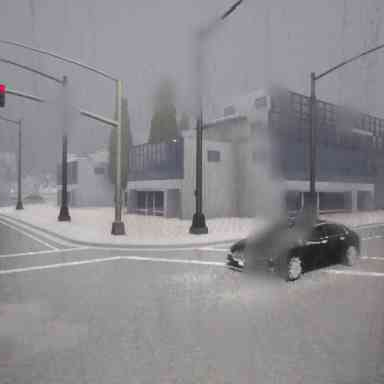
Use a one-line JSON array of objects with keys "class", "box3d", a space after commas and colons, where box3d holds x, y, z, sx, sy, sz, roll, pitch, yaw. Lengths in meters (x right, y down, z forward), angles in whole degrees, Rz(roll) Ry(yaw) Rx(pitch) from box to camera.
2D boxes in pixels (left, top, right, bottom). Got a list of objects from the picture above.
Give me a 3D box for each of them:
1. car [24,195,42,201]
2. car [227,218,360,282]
[{"class": "car", "box3d": [-39.879, 1.423, 83.368, 4.674, 1.442, 1.812, 0, 0, 9]}, {"class": "car", "box3d": [3.193, 1.581, 9.946, 4.892, 1.490, 1.837, 0, 0, -37]}]
